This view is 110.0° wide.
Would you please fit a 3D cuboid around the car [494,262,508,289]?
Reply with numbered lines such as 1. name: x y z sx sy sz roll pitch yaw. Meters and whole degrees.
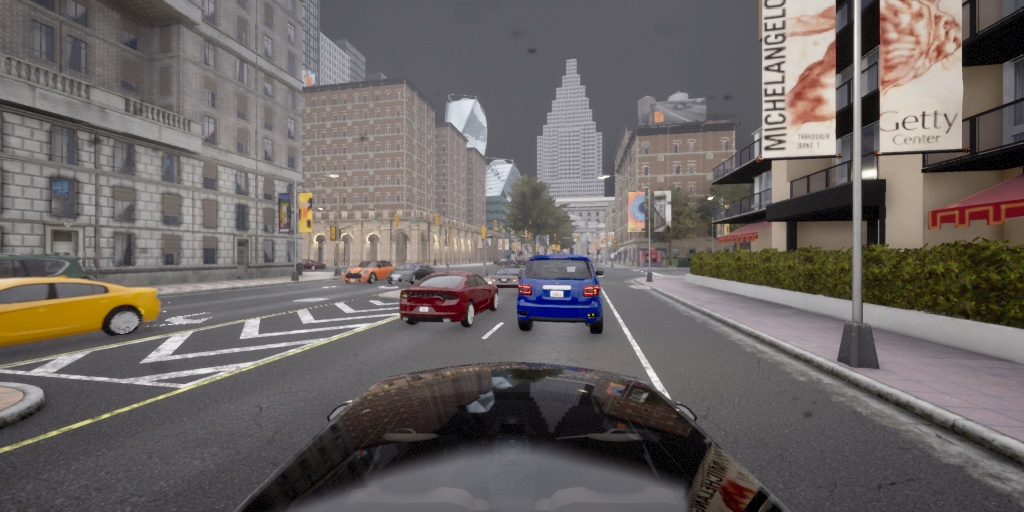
1. car: 0.060 1.297 21.123 2.033 1.411 5.357 0 0 11

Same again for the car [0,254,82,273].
1. car: -14.279 0.972 8.776 2.150 2.045 5.566 0 0 11

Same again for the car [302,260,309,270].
1. car: -29.764 1.255 47.007 4.892 1.490 1.837 0 0 11

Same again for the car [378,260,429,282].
1. car: -7.227 1.244 26.089 2.128 1.511 4.902 0 0 11

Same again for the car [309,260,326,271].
1. car: -28.636 1.227 50.358 5.008 1.535 1.882 0 0 11

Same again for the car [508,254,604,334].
1. car: 1.580 0.971 10.937 2.150 2.045 5.566 0 0 12

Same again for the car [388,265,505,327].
1. car: -1.794 1.228 11.709 1.882 1.535 5.008 0 0 11

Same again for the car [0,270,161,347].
1. car: -10.898 1.228 7.763 1.882 1.535 5.008 0 0 11

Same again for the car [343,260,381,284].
1. car: -10.606 1.105 27.040 2.097 1.767 4.553 0 0 11
